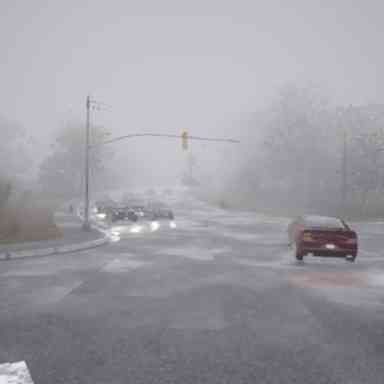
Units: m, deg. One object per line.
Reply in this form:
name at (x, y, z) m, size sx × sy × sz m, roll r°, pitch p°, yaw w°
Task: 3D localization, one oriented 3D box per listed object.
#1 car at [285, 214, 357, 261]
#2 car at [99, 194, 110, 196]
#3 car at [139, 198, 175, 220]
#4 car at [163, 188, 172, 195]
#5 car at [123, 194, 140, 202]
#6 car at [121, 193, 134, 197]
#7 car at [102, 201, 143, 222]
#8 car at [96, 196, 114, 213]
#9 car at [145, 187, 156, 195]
car at (4.790, 1.577, 12.827) m, size 1.882 × 1.535 × 5.008 m, roll 1°, pitch 0°, yaw 11°
car at (-11.738, 1.010, 44.397) m, size 2.128 × 1.511 × 4.902 m, roll 1°, pitch 2°, yaw -15°
car at (-2.986, 1.573, 29.312) m, size 1.837 × 1.490 × 4.892 m, roll 1°, pitch 0°, yaw -21°
car at (-5.213, -0.218, 71.175) m, size 2.033 × 1.411 × 5.357 m, roll 1°, pitch 3°, yaw -1°
car at (-6.454, 1.385, 38.525) m, size 2.033 × 1.411 × 5.357 m, roll 1°, pitch 2°, yaw -18°
car at (-9.167, 0.901, 48.547) m, size 1.837 × 1.490 × 4.892 m, roll 1°, pitch 3°, yaw -12°
car at (-5.678, 1.640, 26.640) m, size 1.895 × 1.301 × 4.718 m, roll 1°, pitch 0°, yaw -23°
car at (-8.829, 1.439, 34.840) m, size 1.994 × 1.385 × 4.181 m, roll 1°, pitch 1°, yaw -19°
car at (-8.658, -0.211, 69.950) m, size 2.128 × 1.511 × 4.902 m, roll 1°, pitch 3°, yaw -1°
